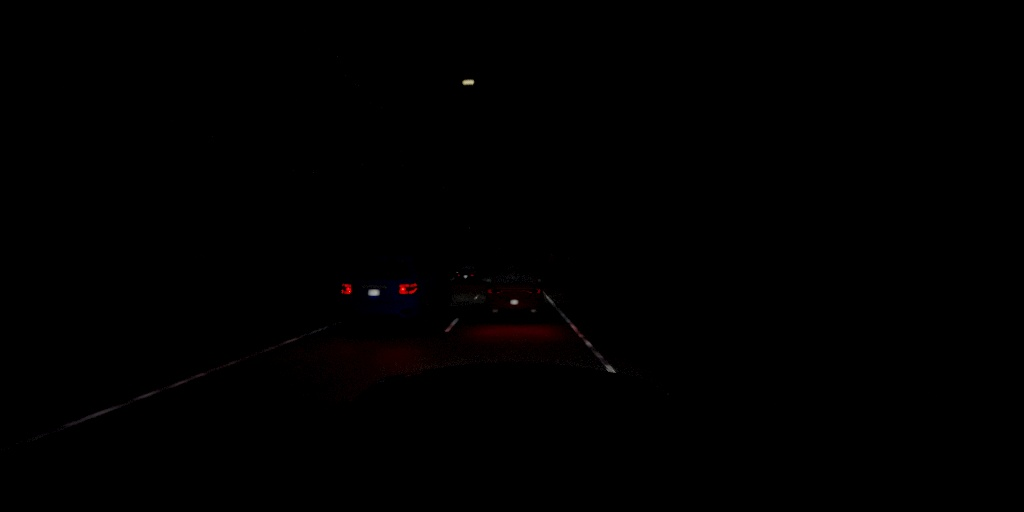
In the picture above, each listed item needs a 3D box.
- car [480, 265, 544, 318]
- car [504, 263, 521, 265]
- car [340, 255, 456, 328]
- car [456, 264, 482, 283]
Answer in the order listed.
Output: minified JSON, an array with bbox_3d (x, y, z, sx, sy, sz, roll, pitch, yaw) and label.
[{"bbox_3d":[0.071,1.253,13.141,1.882,1.535,5.008,0,-1,0],"label":"car"},{"bbox_3d":[0.069,1.300,27.757,2.128,1.511,4.902,0,0,0],"label":"car"},{"bbox_3d":[-3.437,0.996,11.653,2.150,2.045,5.566,0,0,0],"label":"car"},{"bbox_3d":[-3.430,1.336,28.705,1.812,1.442,4.674,0,0,0],"label":"car"}]
